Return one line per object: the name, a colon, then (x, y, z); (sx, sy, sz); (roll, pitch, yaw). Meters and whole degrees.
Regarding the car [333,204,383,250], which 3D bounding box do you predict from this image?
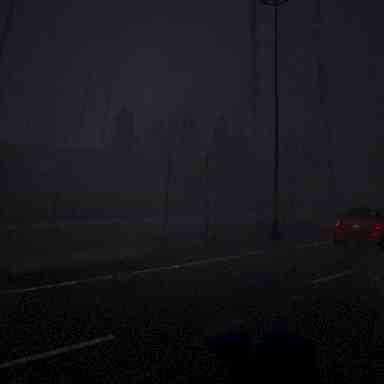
car: (8.110, 1.363, 14.337); (4.553, 1.767, 2.097); (0, 0, -38)
